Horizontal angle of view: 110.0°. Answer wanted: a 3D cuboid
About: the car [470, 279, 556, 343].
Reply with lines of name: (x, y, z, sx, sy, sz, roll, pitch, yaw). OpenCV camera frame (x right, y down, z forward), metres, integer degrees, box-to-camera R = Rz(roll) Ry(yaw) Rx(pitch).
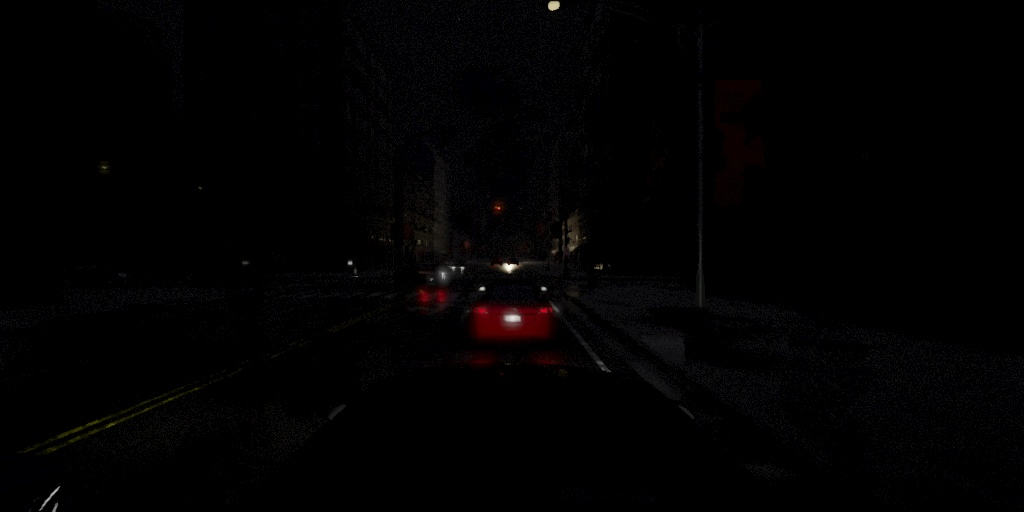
car: (0.031, 1.309, 9.674, 1.994, 1.385, 4.181, 0, 0, 0)

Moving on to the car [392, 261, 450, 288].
car: (-6.387, 1.225, 23.744, 2.128, 1.511, 4.902, 1, 0, -38)

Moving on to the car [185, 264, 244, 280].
car: (-25.276, 1.312, 30.556, 4.313, 1.339, 1.948, 0, 0, 0)

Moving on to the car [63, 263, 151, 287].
car: (-25.346, 1.159, 22.532, 4.097, 1.591, 1.967, 0, 0, 0)
